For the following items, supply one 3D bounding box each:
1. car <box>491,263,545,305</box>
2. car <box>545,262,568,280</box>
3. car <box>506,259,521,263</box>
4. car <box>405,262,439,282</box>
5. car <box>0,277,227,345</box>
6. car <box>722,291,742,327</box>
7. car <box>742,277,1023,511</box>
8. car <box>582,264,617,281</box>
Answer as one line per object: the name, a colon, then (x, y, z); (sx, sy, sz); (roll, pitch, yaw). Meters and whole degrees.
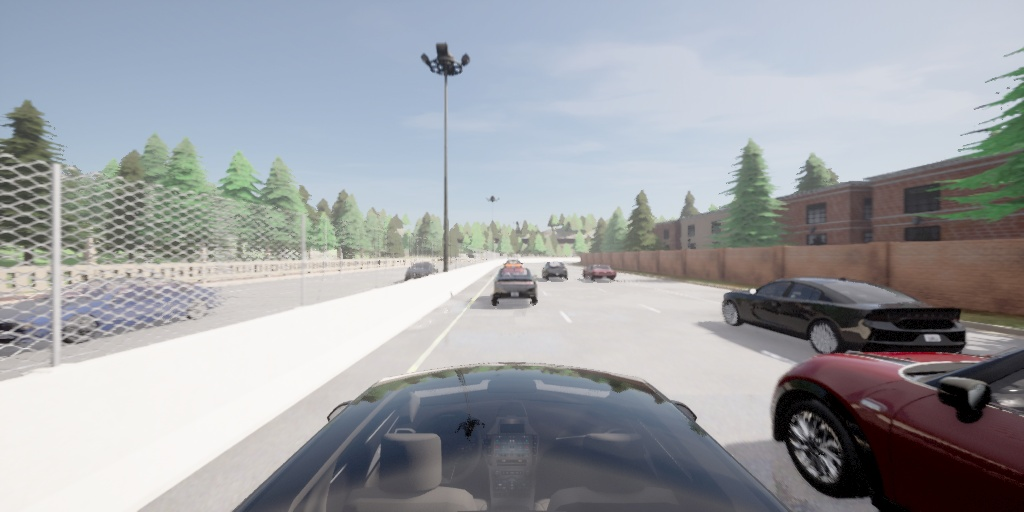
car: (0.109, 1.241, 16.094); (2.128, 1.511, 4.902); (0, 0, 0)
car: (3.619, 1.241, 30.886); (2.128, 1.511, 4.902); (0, 0, 0)
car: (0.124, 1.099, 37.130); (2.097, 1.767, 4.553); (0, 0, 0)
car: (-7.041, 1.255, 28.504); (1.837, 1.490, 4.892); (0, -1, 0)
car: (-10.596, 1.297, 9.741); (2.033, 1.411, 5.357); (0, 0, 0)
car: (7.104, 1.227, 8.528); (1.882, 1.535, 5.008); (0, 0, 0)
car: (3.599, 1.102, 1.653); (2.097, 1.767, 4.553); (0, 0, 0)
car: (7.119, 1.350, 29.739); (1.895, 1.301, 4.718); (0, 0, 0)
